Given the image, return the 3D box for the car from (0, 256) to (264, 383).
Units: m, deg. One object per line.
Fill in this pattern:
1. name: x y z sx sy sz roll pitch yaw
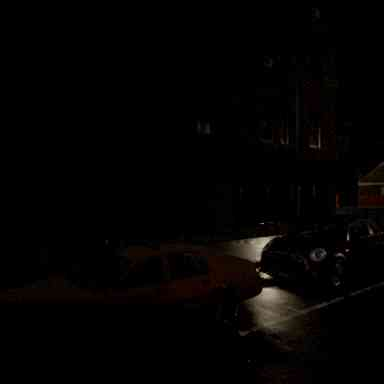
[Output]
1. car: -1.557 1.528 1.826 4.674 1.442 1.812 -1 0 -36

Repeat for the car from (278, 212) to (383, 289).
1. car: 3.702 1.365 8.848 4.097 1.590 1.967 -1 0 -36

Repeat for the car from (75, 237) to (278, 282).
1. car: -0.919 1.503 5.533 4.829 1.417 1.752 -1 0 -36
